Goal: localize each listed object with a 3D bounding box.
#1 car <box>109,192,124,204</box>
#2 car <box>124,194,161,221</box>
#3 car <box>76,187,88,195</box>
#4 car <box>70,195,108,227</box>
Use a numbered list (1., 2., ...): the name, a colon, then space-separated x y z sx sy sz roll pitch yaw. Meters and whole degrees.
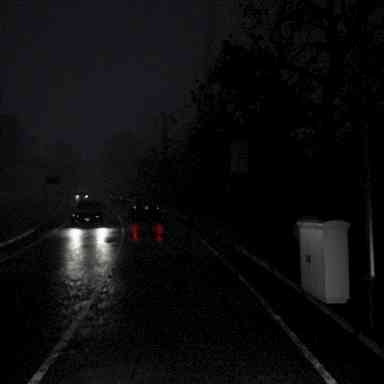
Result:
1. car: -9.280 0.695 41.788 2.033 1.411 5.357 1 2 -20
2. car: -3.639 1.062 24.666 2.097 1.767 4.553 1 1 -15
3. car: -19.939 -0.114 60.323 1.812 1.442 4.674 1 2 -20
4. car: -6.419 1.235 20.921 1.837 1.490 4.892 1 1 -14
